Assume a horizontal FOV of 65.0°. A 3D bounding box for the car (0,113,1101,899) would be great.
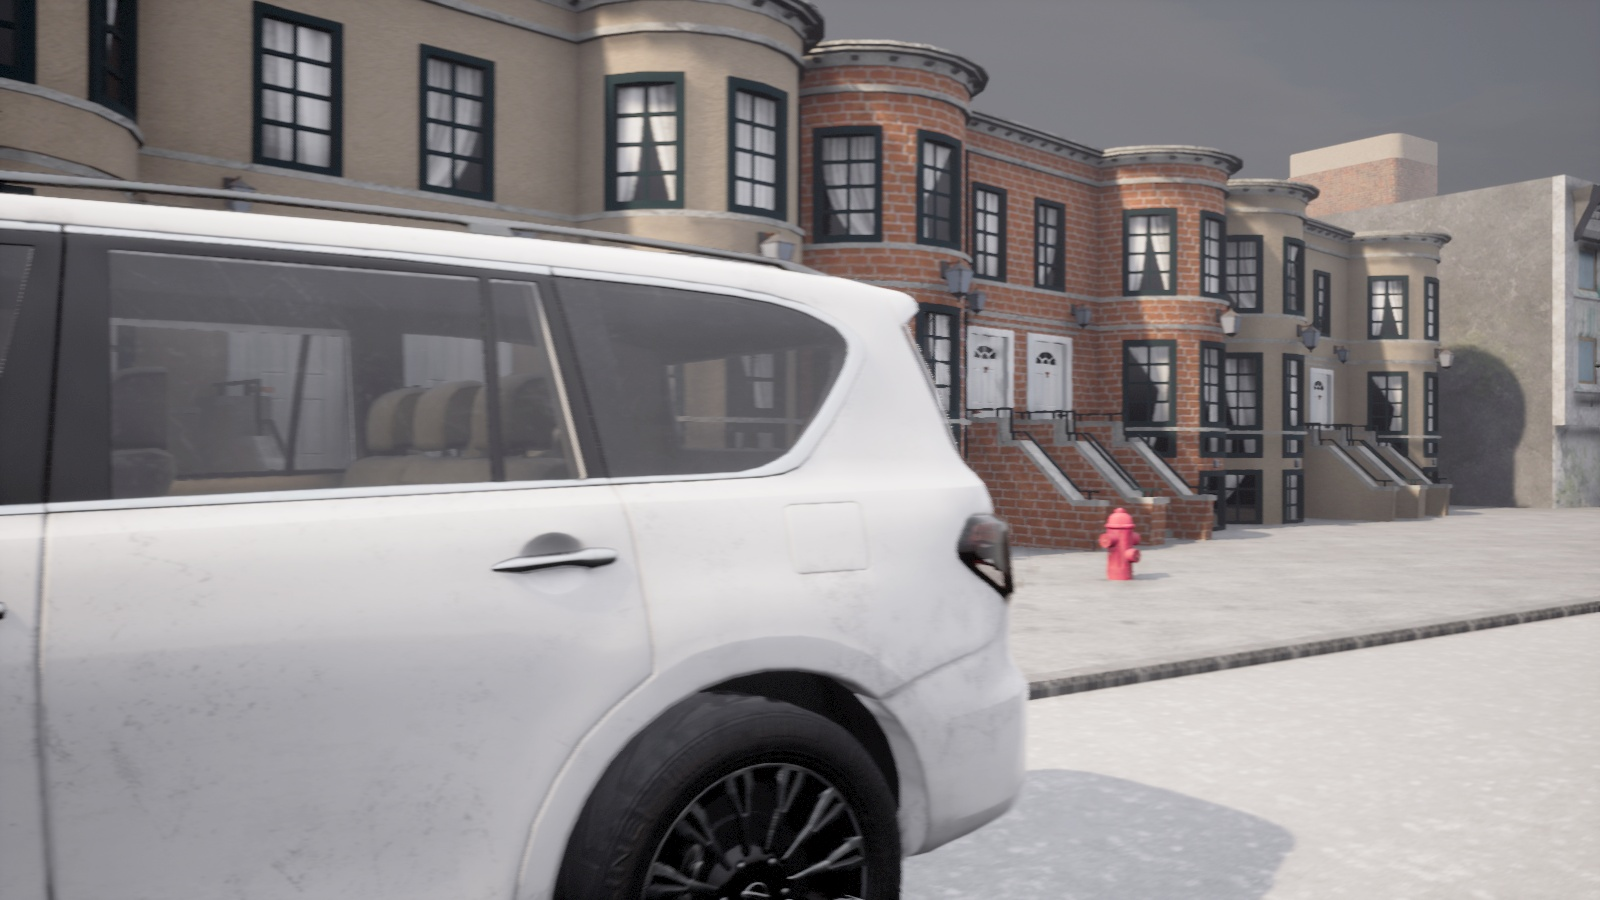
[{"bbox_3d":[-2.051,0.475,2.843,5.566,2.045,2.150,0,0,-35],"label":"car"}]
